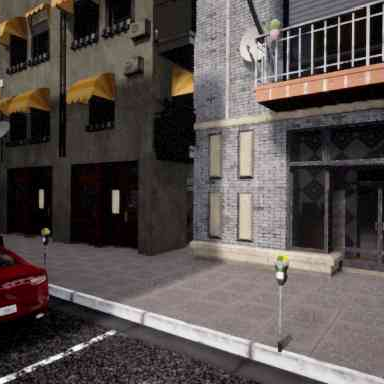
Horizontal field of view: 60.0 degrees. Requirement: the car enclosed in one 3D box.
[{"bbox_3d":[-4.421,1.544,6.028,4.507,1.381,1.887,0,1,36],"label":"car"}]
